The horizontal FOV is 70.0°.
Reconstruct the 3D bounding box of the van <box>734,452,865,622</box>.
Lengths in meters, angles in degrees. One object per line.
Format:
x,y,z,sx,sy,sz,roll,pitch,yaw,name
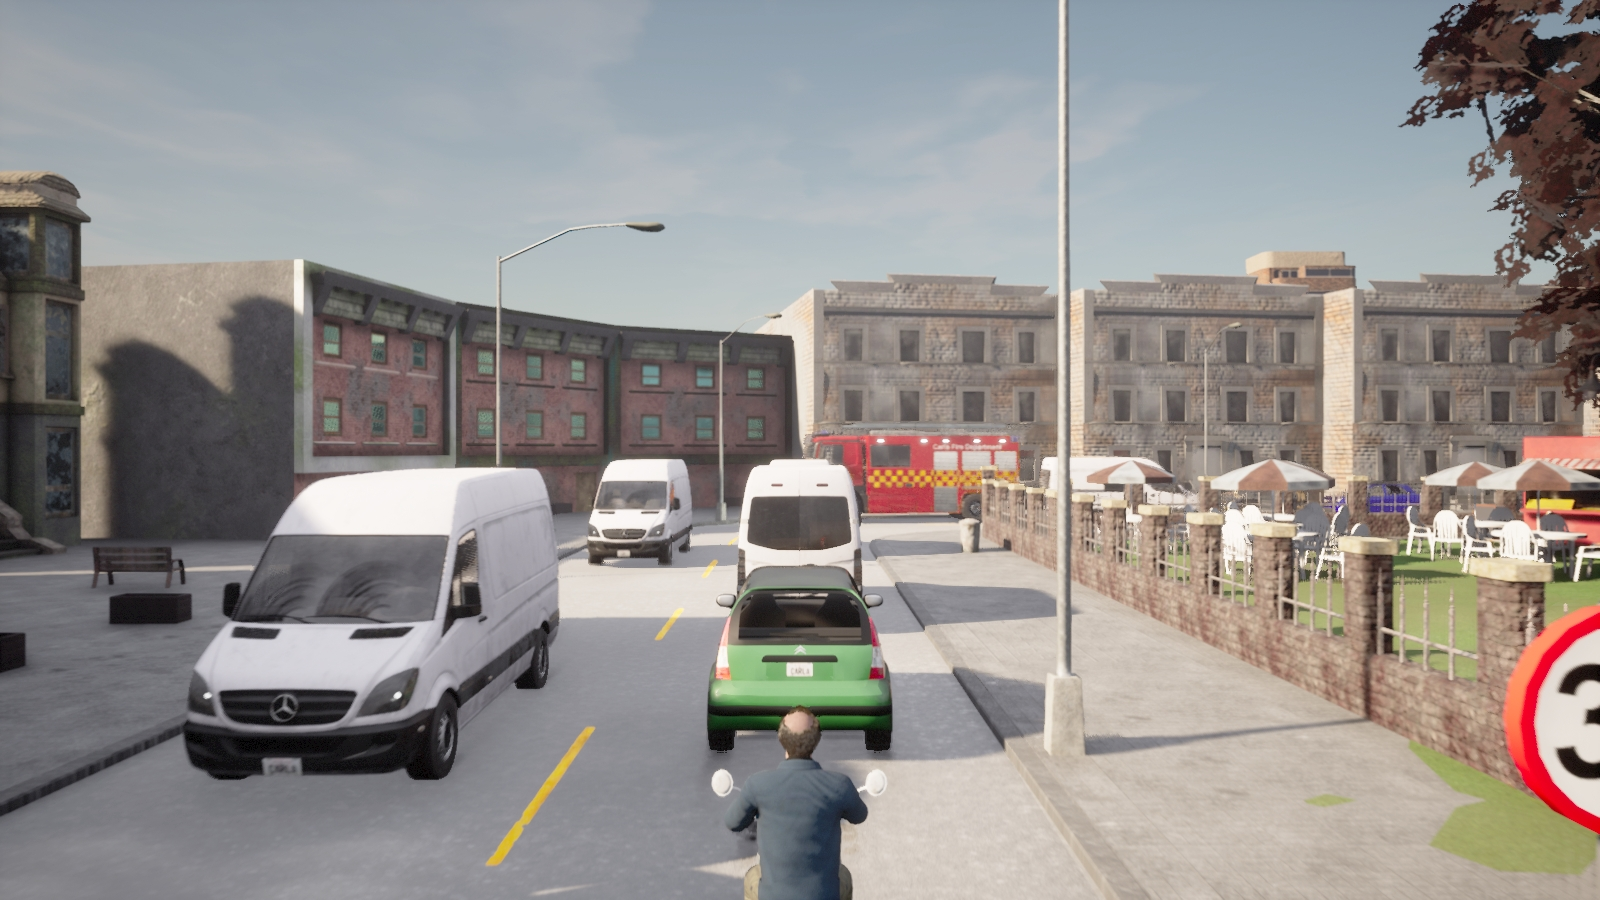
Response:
-0.010,1.317,20.210,1.988,2.561,5.915,0,0,0,van

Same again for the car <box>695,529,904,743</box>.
-0.006,1.781,12.094,1.851,1.617,3.988,0,0,0,car

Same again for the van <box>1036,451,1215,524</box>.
11.716,1.318,41.358,5.915,2.561,1.988,0,0,-1,van

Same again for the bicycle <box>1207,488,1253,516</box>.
17.012,2.041,45.197,1.487,1.080,0.859,0,0,0,bicycle

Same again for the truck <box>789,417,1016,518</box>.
3.934,0.676,44.992,8.468,3.827,2.891,0,0,-7,truck

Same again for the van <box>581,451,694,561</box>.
-4.064,1.317,29.591,1.988,2.561,5.915,0,0,1,van

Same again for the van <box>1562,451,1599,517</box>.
33.785,1.319,45.205,5.915,2.561,1.988,0,0,0,van

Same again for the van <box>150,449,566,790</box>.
-4.013,1.312,11.779,1.988,2.561,5.915,0,1,0,van
